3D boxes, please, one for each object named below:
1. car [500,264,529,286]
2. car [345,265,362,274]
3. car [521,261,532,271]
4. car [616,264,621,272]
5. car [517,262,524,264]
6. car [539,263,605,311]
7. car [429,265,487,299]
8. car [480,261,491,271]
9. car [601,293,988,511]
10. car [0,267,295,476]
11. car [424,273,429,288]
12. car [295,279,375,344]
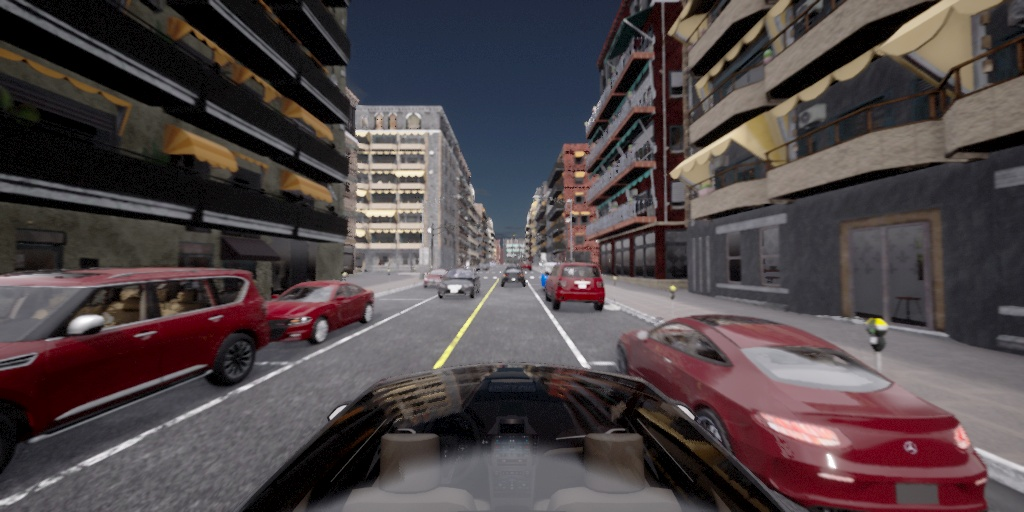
[{"bbox_3d":[0.100,1.558,28.042,1.812,1.442,4.674,0,-1,0],"label":"car"},{"bbox_3d":[-24.446,1.985,52.296,4.829,1.417,1.751,0,0,0],"label":"car"},{"bbox_3d":[2.563,1.762,64.621,2.192,1.841,5.009,0,0,0],"label":"car"},{"bbox_3d":[13.743,1.648,44.331,4.403,1.370,2.007,0,0,0],"label":"car"},{"bbox_3d":[0.083,1.710,42.967,1.994,1.385,4.181,-1,0,0],"label":"car"},{"bbox_3d":[2.533,1.206,15.382,2.192,1.841,5.009,0,0,0],"label":"car"},{"bbox_3d":[-2.752,1.433,19.542,2.128,1.511,4.902,0,-1,0],"label":"car"},{"bbox_3d":[-5.318,2.013,64.575,1.948,1.339,4.313,0,0,0],"label":"car"},{"bbox_3d":[2.534,1.358,4.320,1.802,1.307,4.207,0,0,0],"label":"car"},{"bbox_3d":[-5.314,1.091,4.375,2.192,1.841,5.009,0,0,0],"label":"car"},{"bbox_3d":[-5.316,1.596,26.498,1.802,1.307,4.207,0,0,0],"label":"car"},{"bbox_3d":[-5.315,1.378,9.906,1.888,1.381,4.507,0,0,0],"label":"car"}]
